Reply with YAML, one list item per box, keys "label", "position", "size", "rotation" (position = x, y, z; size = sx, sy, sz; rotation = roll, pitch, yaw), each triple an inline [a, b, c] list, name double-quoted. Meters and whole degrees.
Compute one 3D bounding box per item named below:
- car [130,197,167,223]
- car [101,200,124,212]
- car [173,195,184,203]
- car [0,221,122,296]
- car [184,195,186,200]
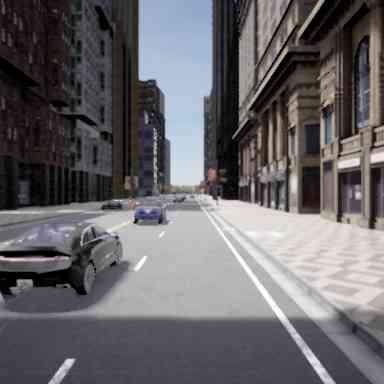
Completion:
- label: "car"
  position: [-3.150, 1.407, 25.833]
  size: [2.097, 1.767, 4.553]
  rotation: [0, 0, 0]
- label: "car"
  position: [-9.838, 1.694, 41.302]
  size: [1.895, 1.301, 4.718]
  rotation: [0, 0, 0]
- label: "car"
  position: [-3.250, 1.788, 73.953]
  size: [1.895, 1.301, 4.718]
  rotation: [0, 0, 0]
- label: "car"
  position: [-3.150, 1.509, 8.695]
  size: [2.128, 1.511, 4.902]
  rotation: [0, 0, 0]
- label: "car"
  position: [-3.250, 1.727, 84.953]
  size: [2.163, 1.488, 4.792]
  rotation: [0, 0, 0]
